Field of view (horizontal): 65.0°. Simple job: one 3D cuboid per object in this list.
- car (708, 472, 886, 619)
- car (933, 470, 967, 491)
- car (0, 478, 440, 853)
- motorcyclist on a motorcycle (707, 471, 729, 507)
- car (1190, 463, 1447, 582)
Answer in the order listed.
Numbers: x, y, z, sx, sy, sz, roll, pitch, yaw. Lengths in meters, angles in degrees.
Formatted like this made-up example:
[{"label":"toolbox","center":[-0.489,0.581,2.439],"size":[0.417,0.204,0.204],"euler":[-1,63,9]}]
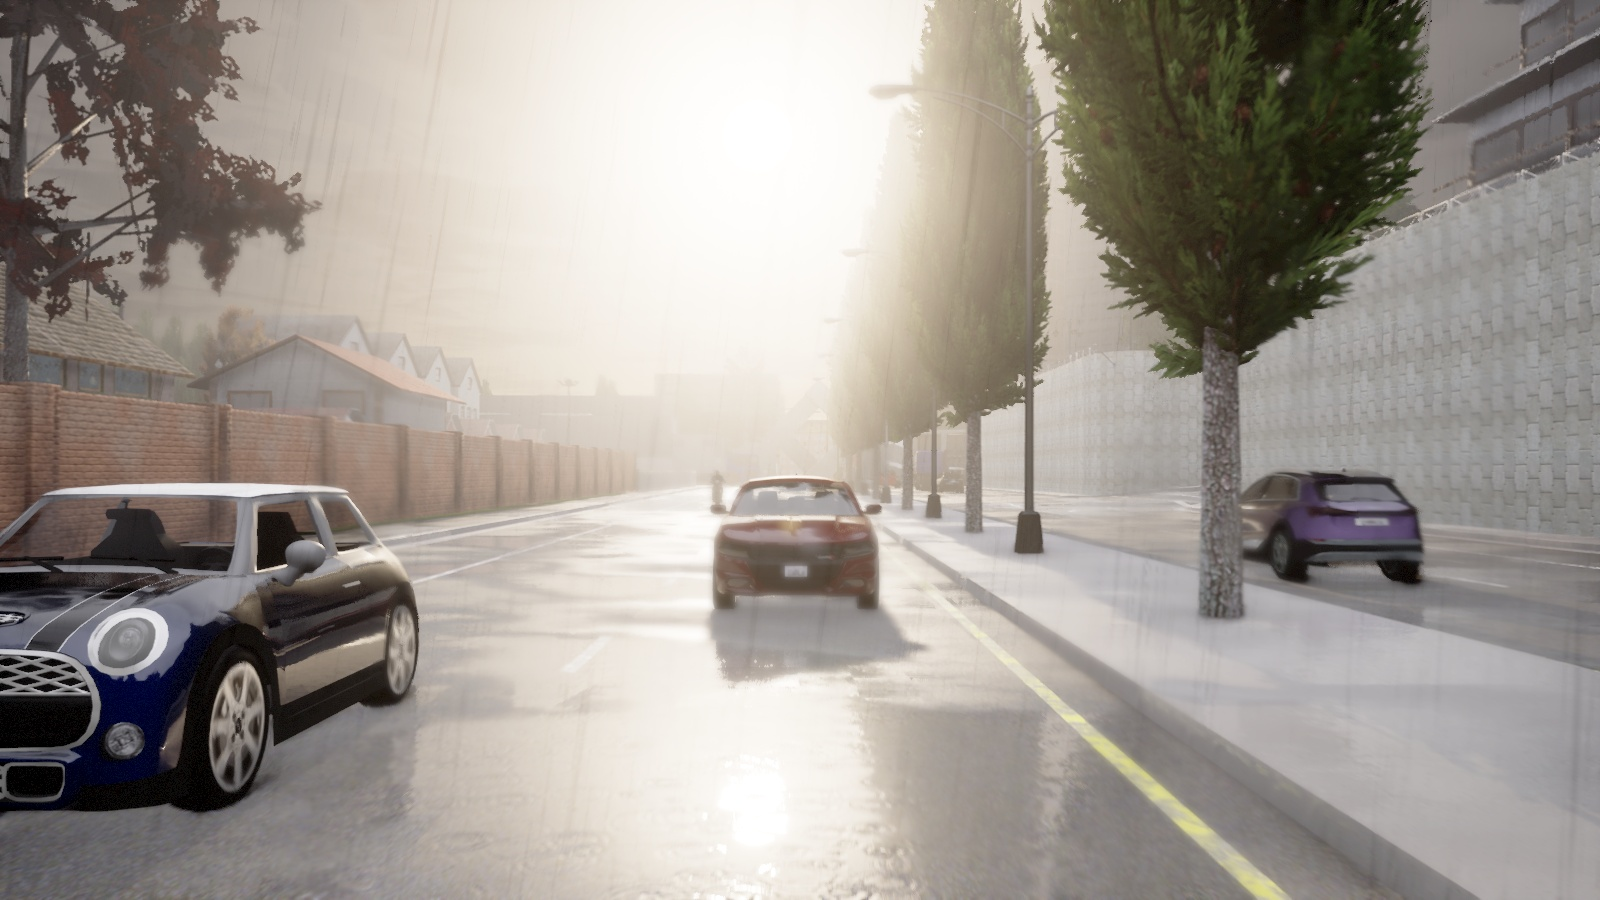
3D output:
[{"label":"car","center":[-0.039,1.057,15.815],"size":[1.882,1.535,5.008],"euler":[0,-1,0]},{"label":"car","center":[11.271,2.302,94.692],"size":[2.007,1.525,4.514],"euler":[0,-1,0]},{"label":"car","center":[-3.517,0.910,6.949],"size":[1.970,1.475,3.806],"euler":[0,-1,0]},{"label":"motorcyclist on a motorcycle","center":[-3.635,1.714,55.623],"size":[0.866,1.590,1.817],"euler":[0,-1,0]},{"label":"car","center":[7.951,1.045,19.855],"size":[2.033,1.649,4.856],"euler":[0,-1,0]}]
